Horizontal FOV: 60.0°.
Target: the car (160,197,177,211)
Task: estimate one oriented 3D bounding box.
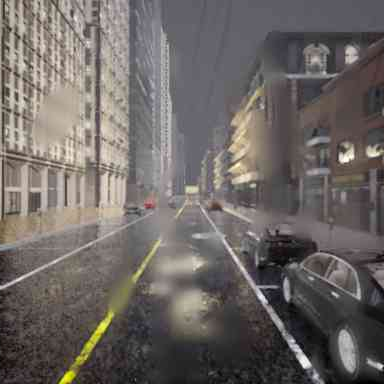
[{"bbox_3d":[-3.078,1.724,43.869,1.994,1.385,4.181,0,0,0],"label":"car"}]

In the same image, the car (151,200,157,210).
[{"bbox_3d":[-5.686,1.709,44.839,1.887,1.381,4.507,0,0,0],"label":"car"}]

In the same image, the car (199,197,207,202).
[{"bbox_3d":[2.698,1.879,84.378,2.008,1.369,4.403,0,0,0],"label":"car"}]

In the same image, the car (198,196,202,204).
[{"bbox_3d":[2.696,1.780,67.602,1.752,1.417,4.829,0,0,0],"label":"car"}]

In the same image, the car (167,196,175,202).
[{"bbox_3d":[-5.683,1.795,90.028,1.967,1.590,4.097,0,0,0],"label":"car"}]

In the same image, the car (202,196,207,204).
[{"bbox_3d":[2.695,1.603,44.839,1.967,1.590,4.097,0,0,0],"label":"car"}]

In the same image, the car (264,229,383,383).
[{"bbox_3d":[2.691,1.569,5.299,2.008,1.369,4.403,0,0,0],"label":"car"}]

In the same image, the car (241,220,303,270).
[{"bbox_3d":[2.692,1.589,10.947,2.008,1.369,4.403,0,0,0],"label":"car"}]

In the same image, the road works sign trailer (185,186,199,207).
[{"bbox_3d":[0.004,0.678,57.499,2.380,3.560,2.880,0,0,0],"label":"road works sign trailer"}]

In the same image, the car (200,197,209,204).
[{"bbox_3d":[2.697,1.844,73.081,1.947,1.339,4.313,0,0,0],"label":"car"}]

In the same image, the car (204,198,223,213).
[{"bbox_3d":[2.694,1.723,39.190,1.802,1.307,4.206,0,0,0],"label":"car"}]

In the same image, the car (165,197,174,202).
[{"bbox_3d":[-5.683,1.879,84.378,2.008,1.369,4.403,0,0,0],"label":"car"}]

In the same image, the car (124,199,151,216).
[{"bbox_3d":[-5.686,1.671,33.542,2.008,1.369,4.403,0,0,0],"label":"car"}]
